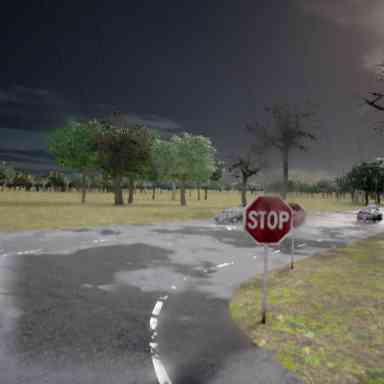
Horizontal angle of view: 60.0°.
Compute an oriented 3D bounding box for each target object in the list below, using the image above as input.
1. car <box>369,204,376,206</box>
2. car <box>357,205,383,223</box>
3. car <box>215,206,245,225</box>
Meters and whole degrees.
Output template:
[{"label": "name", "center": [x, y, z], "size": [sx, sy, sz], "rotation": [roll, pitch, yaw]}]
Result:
[{"label": "car", "center": [37.206, 3.247, 68.782], "size": [1.812, 1.442, 4.674], "rotation": [3, 0, 40]}, {"label": "car", "center": [19.773, 2.609, 36.944], "size": [2.128, 1.511, 4.902], "rotation": [3, 0, 40]}, {"label": "car", "center": [3.870, 1.983, 28.788], "size": [1.812, 1.442, 4.674], "rotation": [3, 0, 40]}]
